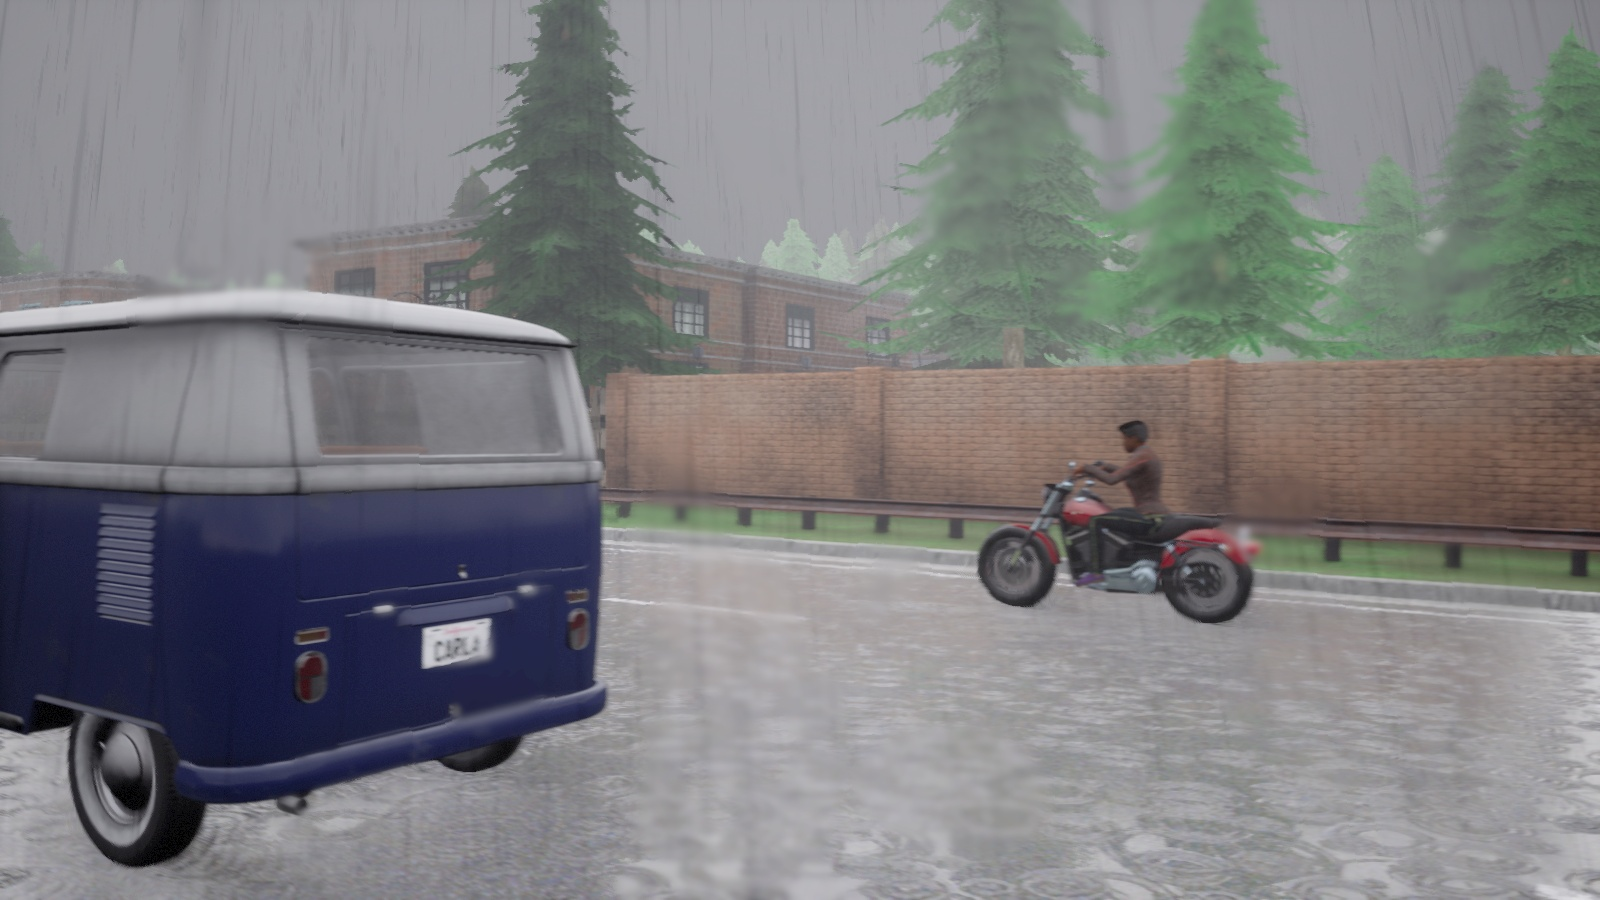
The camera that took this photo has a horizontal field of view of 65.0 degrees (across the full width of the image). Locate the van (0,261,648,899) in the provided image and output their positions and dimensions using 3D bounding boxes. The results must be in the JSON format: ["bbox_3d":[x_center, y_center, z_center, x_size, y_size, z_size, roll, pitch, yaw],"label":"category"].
[{"bbox_3d":[-2.970,0.434,5.592,4.442,1.987,1.775,0,1,34],"label":"van"}]

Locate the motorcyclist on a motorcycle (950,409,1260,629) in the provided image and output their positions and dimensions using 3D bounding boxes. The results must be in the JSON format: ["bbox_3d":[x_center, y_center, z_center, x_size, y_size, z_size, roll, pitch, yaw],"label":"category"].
[{"bbox_3d":[2.482,0.517,10.376,2.350,1.649,0.766,0,1,34],"label":"motorcyclist on a motorcycle"}]
